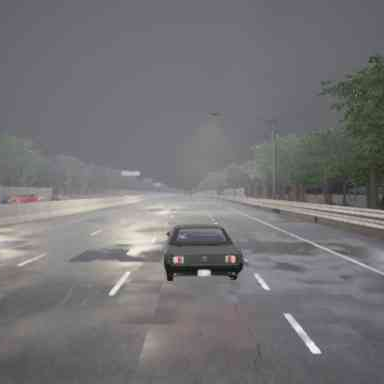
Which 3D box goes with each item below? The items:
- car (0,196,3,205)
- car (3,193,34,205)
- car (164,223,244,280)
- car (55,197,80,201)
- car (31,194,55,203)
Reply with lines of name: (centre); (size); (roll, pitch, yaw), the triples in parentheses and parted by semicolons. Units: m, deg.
car: (-28.233, 1.331, 49.006); (2.097, 1.767, 4.553); (0, 0, 0)
car: (-24.738, 1.200, 48.826); (2.150, 2.045, 5.566); (0, 0, 0)
car: (0.178, 1.588, 9.920); (1.895, 1.301, 4.718); (0, 0, -3)
car: (-17.743, 1.470, 48.969); (2.128, 1.511, 4.902); (0, 0, 0)
car: (-21.241, 1.456, 48.912); (1.882, 1.535, 5.008); (0, 0, 0)
